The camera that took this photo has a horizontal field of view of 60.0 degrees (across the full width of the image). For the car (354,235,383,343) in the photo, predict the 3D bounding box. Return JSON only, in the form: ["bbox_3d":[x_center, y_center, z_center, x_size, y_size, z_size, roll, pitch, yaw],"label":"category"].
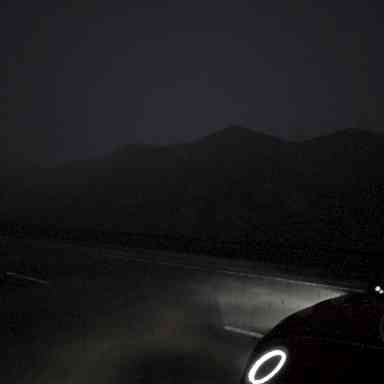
[{"bbox_3d":[4.839,1.544,4.832,4.181,1.385,1.994,-1,-1,35],"label":"car"}]

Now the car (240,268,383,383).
[{"bbox_3d":[2.564,1.338,2.153,4.553,1.767,2.097,-1,-1,35],"label":"car"}]
